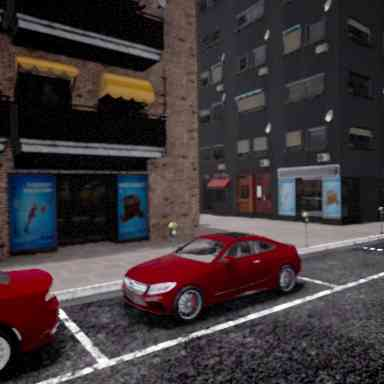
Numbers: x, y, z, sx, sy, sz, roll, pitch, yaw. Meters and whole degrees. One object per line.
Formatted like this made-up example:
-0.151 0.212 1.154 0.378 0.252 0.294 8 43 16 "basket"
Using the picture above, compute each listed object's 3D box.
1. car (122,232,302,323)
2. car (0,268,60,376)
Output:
0.618 1.541 7.049 4.206 1.307 1.802 -1 0 -36 "car"
-3.921 1.555 3.766 4.507 1.381 1.887 -1 0 -36 "car"
